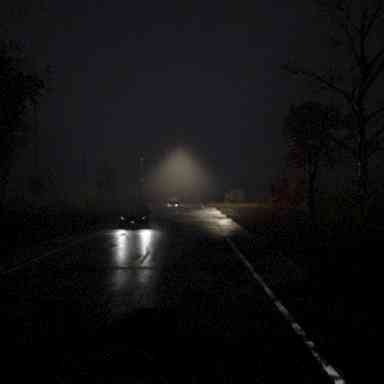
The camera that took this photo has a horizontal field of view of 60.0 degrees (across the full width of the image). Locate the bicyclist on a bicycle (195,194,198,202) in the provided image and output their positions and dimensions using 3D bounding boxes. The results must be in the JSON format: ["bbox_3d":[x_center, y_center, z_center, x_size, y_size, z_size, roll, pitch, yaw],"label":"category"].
[{"bbox_3d":[0.969,1.432,79.331,0.659,1.776,1.843,0,0,0],"label":"bicyclist on a bicycle"}]

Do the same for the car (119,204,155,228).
[{"bbox_3d":[-3.598,1.570,22.486,1.812,1.442,4.674,0,0,0],"label":"car"}]

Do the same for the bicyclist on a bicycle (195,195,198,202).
[{"bbox_3d":[0.969,1.521,70.022,0.582,1.620,1.656,0,0,0],"label":"bicyclist on a bicycle"}]

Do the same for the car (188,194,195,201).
[{"bbox_3d":[0.005,1.558,86.784,1.994,1.385,4.181,0,0,0],"label":"car"}]

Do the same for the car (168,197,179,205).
[{"bbox_3d":[-3.512,1.616,62.967,2.033,1.411,5.357,0,0,1],"label":"car"}]
